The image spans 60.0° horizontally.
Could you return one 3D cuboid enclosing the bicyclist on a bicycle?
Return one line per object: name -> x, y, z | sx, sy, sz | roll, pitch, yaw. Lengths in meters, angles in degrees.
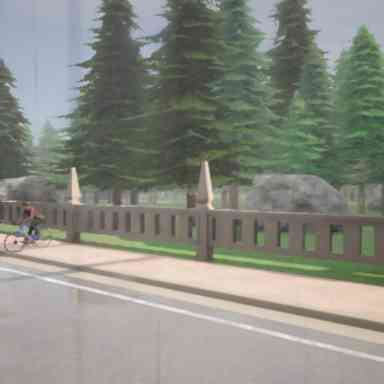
bicyclist on a bicycle -> -5.393, 1.145, 11.060 | 0.582, 1.620, 1.656 | 1, 1, 32
